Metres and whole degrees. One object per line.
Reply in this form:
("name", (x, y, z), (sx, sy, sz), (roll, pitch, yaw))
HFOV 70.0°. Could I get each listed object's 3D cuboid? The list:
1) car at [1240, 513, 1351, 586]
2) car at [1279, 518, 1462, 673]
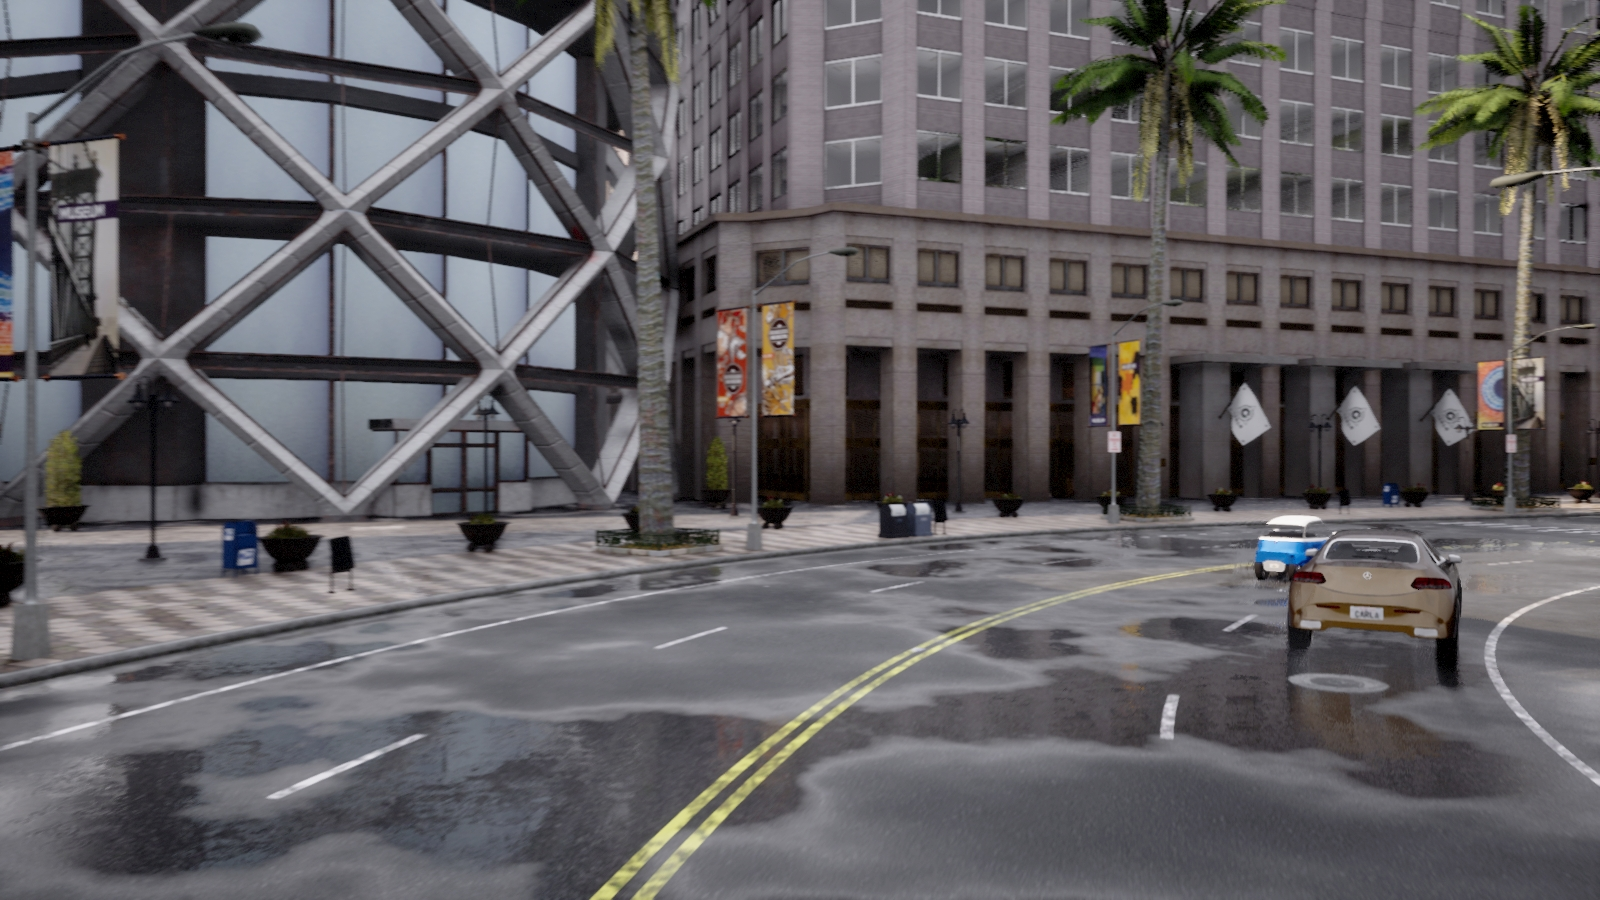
("car", (10.849, 2.131, 24.985), (2.207, 1.376, 1.481), (0, 0, -43))
("car", (8.710, 2.000, 17.185), (2.152, 1.651, 5.027), (0, 0, 30))
